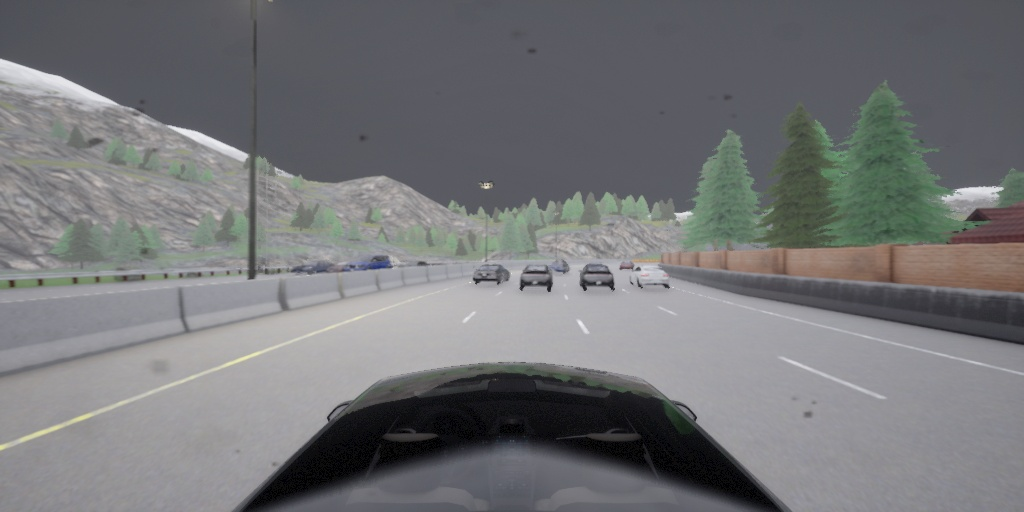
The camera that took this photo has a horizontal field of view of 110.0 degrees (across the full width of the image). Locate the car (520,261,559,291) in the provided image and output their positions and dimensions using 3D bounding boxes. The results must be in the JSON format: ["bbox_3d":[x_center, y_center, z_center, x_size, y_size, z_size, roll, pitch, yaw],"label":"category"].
[{"bbox_3d":[1.610,1.257,22.129,2.128,1.511,4.902,0,0,8],"label":"car"}]

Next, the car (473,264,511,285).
[{"bbox_3d":[-1.389,1.301,26.334,2.033,1.411,5.357,0,0,10],"label":"car"}]

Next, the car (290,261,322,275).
[{"bbox_3d":[-20.630,1.220,37.912,2.033,1.411,5.357,0,0,12],"label":"car"}]

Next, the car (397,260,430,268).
[{"bbox_3d":[-10.063,1.223,36.894,1.837,1.490,4.892,0,0,13],"label":"car"}]

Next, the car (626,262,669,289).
[{"bbox_3d":[9.030,1.324,23.716,1.812,1.442,4.674,0,0,10],"label":"car"}]

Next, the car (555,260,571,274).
[{"bbox_3d":[5.569,1.337,41.562,2.033,1.411,5.357,0,0,17],"label":"car"}]

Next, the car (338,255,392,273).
[{"bbox_3d":[-14.018,0.921,35.264,2.150,2.045,5.566,0,0,12],"label":"car"}]

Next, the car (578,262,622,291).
[{"bbox_3d":[5.190,1.273,22.154,2.128,1.511,4.902,0,0,9],"label":"car"}]

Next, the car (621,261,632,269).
[{"bbox_3d":[17.881,1.412,55.547,1.994,1.385,4.181,0,0,22],"label":"car"}]

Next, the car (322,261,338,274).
[{"bbox_3d":[-17.117,1.213,37.419,1.812,1.442,4.674,0,0,12],"label":"car"}]
